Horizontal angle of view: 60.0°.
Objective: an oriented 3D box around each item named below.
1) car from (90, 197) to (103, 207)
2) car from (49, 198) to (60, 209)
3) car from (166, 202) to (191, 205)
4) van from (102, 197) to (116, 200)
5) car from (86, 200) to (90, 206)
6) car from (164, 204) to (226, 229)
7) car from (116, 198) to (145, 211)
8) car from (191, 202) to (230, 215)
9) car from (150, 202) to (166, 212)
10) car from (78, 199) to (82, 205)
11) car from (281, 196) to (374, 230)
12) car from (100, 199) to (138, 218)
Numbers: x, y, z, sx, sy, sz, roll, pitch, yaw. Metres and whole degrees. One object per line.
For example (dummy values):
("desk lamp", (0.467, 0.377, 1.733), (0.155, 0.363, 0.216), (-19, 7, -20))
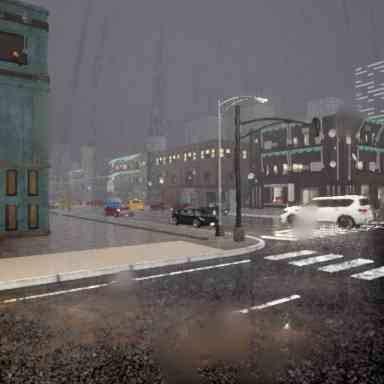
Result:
("car", (-16.976, 1.936, 62.942), (2.192, 1.841, 5.009), (-1, 0, -35))
("car", (-23.711, 2.231, 57.960), (1.752, 1.417, 4.829), (-1, 0, -35))
("car", (-0.979, 1.900, 40.355), (1.802, 1.307, 4.206), (-2, 0, -35))
("van", (-13.777, 1.903, 58.425), (1.690, 1.788, 3.998), (-1, 0, -35))
("car", (-20.169, 2.224, 67.460), (1.887, 1.381, 4.507), (-1, 0, -35))
("car", (0.102, 1.812, 24.115), (1.947, 1.339, 4.313), (-2, 0, -35))
("car", (-8.336, 1.924, 46.276), (1.882, 1.535, 5.008), (-1, 0, -35))
("car", (2.219, 1.806, 35.837), (2.008, 1.369, 4.403), (-2, 0, -35))
("car", (-4.176, 1.962, 44.872), (1.802, 1.307, 4.206), (-2, 0, -35))
("car", (-26.566, 2.361, 76.495), (1.947, 1.339, 4.313), (-1, 0, -35))
("car", (8.691, 1.315, 21.693), (5.566, 2.045, 2.150), (-2, 1, 40))
("car", (-7.820, 1.844, 35.510), (1.967, 1.590, 4.097), (-1, 0, -35))
